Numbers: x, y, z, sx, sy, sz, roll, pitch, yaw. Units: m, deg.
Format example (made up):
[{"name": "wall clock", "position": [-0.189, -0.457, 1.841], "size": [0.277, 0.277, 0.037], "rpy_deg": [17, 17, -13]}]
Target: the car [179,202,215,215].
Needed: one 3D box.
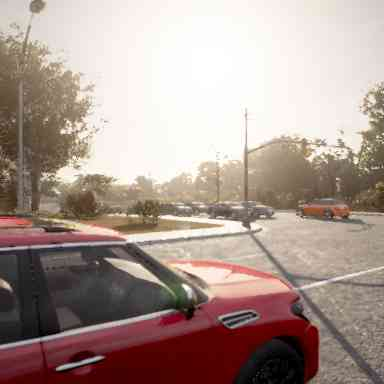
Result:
[{"name": "car", "position": [0.514, 1.970, 39.585], "size": [1.837, 1.490, 4.892], "rpy_deg": [0, -3, -33]}]

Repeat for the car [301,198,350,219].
[{"name": "car", "position": [11.224, 1.383, 28.895], "size": [2.097, 1.767, 4.553], "rpy_deg": [0, -1, -26]}]

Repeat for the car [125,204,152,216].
[{"name": "car", "position": [-7.359, 2.428, 45.400], "size": [1.837, 1.490, 4.892], "rpy_deg": [0, -3, -32]}]

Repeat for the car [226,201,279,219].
[{"name": "car", "position": [5.642, 1.627, 31.551], "size": [2.128, 1.511, 4.902], "rpy_deg": [0, -1, -34]}]

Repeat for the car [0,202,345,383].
[{"name": "car", "position": [-1.332, 1.220, 2.775], "size": [5.566, 2.045, 2.150], "rpy_deg": [0, 0, -35]}]

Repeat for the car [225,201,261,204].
[{"name": "car", "position": [3.292, 1.604, 28.757], "size": [2.128, 1.511, 4.902], "rpy_deg": [0, -1, -33]}]

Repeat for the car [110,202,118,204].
[{"name": "car", "position": [-12.995, 2.683, 54.275], "size": [2.150, 2.045, 5.566], "rpy_deg": [0, -3, -32]}]
